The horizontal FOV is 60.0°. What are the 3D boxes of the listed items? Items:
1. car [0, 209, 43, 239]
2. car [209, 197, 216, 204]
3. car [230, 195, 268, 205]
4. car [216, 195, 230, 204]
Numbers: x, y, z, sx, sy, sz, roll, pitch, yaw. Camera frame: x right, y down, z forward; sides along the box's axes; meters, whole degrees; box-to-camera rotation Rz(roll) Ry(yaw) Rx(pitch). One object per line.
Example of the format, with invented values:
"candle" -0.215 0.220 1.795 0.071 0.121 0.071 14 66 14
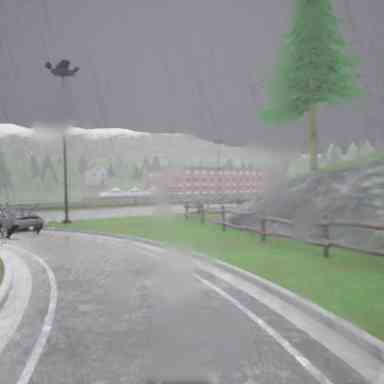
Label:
"car" -10.507 1.769 19.121 4.902 1.511 2.128 -2 0 36
"car" 5.055 1.333 57.707 4.892 1.490 1.837 -2 0 -33
"car" 8.903 1.203 51.875 5.008 1.535 1.882 -2 0 -33
"car" 6.993 1.268 54.803 4.902 1.511 2.128 -2 0 -33
